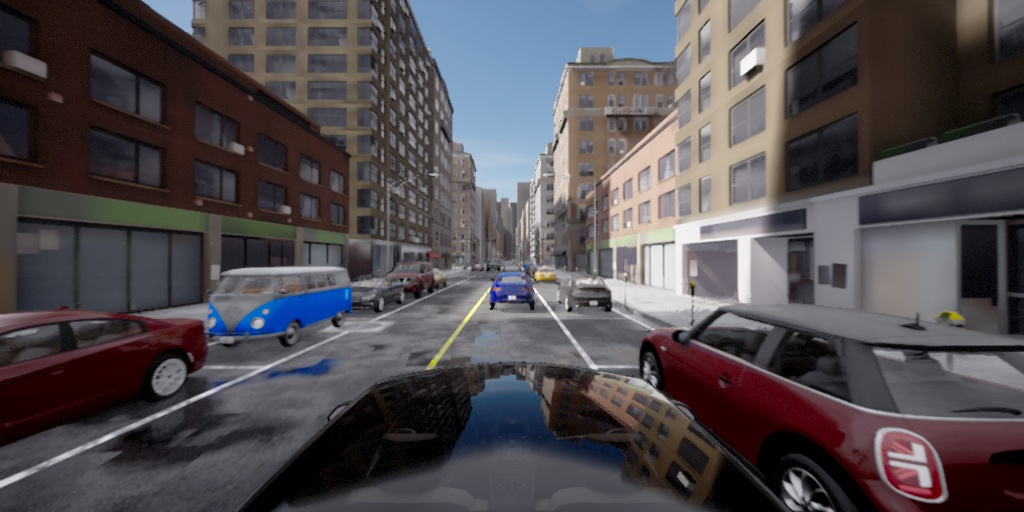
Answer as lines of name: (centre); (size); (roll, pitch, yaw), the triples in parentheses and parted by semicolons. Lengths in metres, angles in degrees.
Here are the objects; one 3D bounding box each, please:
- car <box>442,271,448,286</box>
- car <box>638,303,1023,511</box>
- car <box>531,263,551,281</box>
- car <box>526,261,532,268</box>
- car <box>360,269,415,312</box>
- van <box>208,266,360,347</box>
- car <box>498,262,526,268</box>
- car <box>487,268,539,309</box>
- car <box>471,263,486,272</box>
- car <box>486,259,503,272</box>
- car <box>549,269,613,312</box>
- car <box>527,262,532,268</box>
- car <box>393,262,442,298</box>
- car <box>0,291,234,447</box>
car: (-5.671, 1.517, 25.407); (1.751, 1.417, 4.829); (0, 0, 0)
car: (2.856, 1.211, 3.813); (1.967, 1.591, 4.097); (0, 0, 0)
car: (2.852, 1.574, 31.223); (1.751, 1.417, 4.829); (0, 0, 0)
car: (2.851, 1.688, 42.120); (1.751, 1.417, 4.829); (0, 0, 0)
car: (-5.670, 1.430, 14.677); (2.007, 1.370, 4.403); (0, 0, 0)
van: (-5.670, 1.165, 9.226); (1.690, 1.789, 3.998); (0, 0, 0)
car: (0.019, 1.526, 31.105); (1.882, 1.535, 5.008); (0, 0, 0)
car: (0.018, 1.416, 15.750); (1.812, 1.442, 4.674); (0, 0, 0)
car: (-5.676, 1.917, 58.281); (1.802, 1.307, 4.207); (0, 0, 0)
car: (-3.073, 1.567, 59.616); (2.150, 2.045, 5.566); (0, 0, 1)
car: (2.855, 1.430, 14.709); (2.007, 1.370, 4.403); (0, 0, 0)
car: (2.851, 1.656, 36.502); (2.007, 1.370, 4.403); (0, 0, 0)
car: (-5.671, 1.250, 20.127); (2.192, 1.841, 5.009); (0, 0, 0)
car: (-5.669, 1.315, 3.776); (1.888, 1.381, 4.507); (0, 0, 0)
